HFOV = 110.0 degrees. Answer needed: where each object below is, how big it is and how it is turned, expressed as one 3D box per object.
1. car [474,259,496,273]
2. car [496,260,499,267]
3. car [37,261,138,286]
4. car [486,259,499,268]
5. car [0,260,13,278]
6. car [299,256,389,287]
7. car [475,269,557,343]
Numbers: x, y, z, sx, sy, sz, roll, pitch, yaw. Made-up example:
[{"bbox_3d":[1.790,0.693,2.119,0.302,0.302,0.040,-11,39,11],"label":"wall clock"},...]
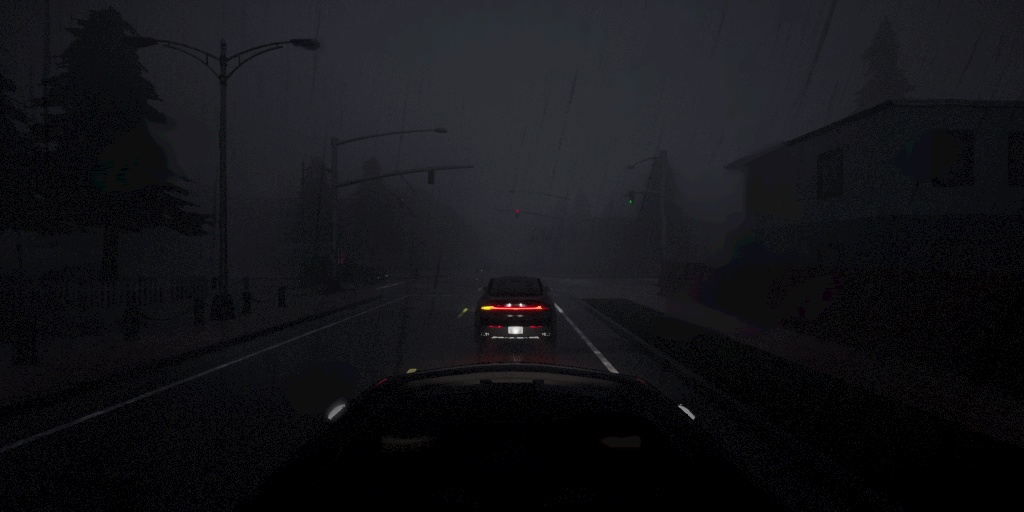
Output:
[{"bbox_3d":[-3.505,1.297,44.399,2.033,1.411,5.357,0,0,0],"label":"car"},{"bbox_3d":[-3.475,1.242,54.581,2.128,1.511,4.902,0,0,0],"label":"car"},{"bbox_3d":[-27.786,1.257,23.802,4.902,1.511,2.128,0,0,-1],"label":"car"},{"bbox_3d":[-3.407,1.297,65.038,2.033,1.411,5.357,0,0,1],"label":"car"},{"bbox_3d":[-41.746,1.270,27.105,4.892,1.490,1.837,0,0,-2],"label":"car"},{"bbox_3d":[-11.281,0.987,24.266,5.566,2.045,2.150,0,0,-2],"label":"car"},{"bbox_3d":[0.092,1.255,9.684,1.837,1.490,4.892,0,0,0],"label":"car"}]
